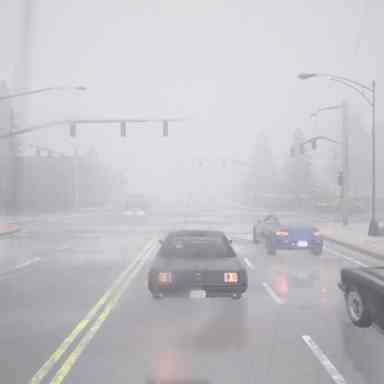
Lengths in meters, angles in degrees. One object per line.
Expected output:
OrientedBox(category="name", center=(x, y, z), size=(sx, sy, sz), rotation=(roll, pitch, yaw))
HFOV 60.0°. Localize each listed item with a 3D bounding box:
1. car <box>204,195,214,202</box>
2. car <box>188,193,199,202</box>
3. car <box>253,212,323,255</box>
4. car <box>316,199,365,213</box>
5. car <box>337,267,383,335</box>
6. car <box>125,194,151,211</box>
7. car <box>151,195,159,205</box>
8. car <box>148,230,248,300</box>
OrientedBox(category="car", center=(3.810, 1.355, 75.038), size=(2.097, 1.767, 4.553), rotation=(0, 0, 0))
OrientedBox(category="car", center=(0.306, 1.225, 74.932), size=(2.150, 2.045, 5.566), rotation=(0, 0, 0))
OrientedBox(category="car", center=(3.633, 1.526, 13.153), size=(1.812, 1.442, 4.674), rotation=(0, 0, 0))
OrientedBox(category="car", center=(16.069, 1.478, 36.137), size=(5.008, 1.535, 1.882), rotation=(0, 0, 0))
OrientedBox(category="car", center=(3.612, 1.601, 4.050), size=(1.895, 1.301, 4.718), rotation=(0, 0, 0))
OrientedBox(category="car", center=(-6.923, 1.223, 42.090), size=(2.150, 2.045, 5.566), rotation=(0, 0, 0))
OrientedBox(category="car", center=(-6.848, 1.352, 56.666), size=(2.097, 1.767, 4.553), rotation=(0, 0, 1))
OrientedBox(category="car", center=(0.097, 1.601, 8.361), size=(1.895, 1.301, 4.718), rotation=(0, 0, 0))
